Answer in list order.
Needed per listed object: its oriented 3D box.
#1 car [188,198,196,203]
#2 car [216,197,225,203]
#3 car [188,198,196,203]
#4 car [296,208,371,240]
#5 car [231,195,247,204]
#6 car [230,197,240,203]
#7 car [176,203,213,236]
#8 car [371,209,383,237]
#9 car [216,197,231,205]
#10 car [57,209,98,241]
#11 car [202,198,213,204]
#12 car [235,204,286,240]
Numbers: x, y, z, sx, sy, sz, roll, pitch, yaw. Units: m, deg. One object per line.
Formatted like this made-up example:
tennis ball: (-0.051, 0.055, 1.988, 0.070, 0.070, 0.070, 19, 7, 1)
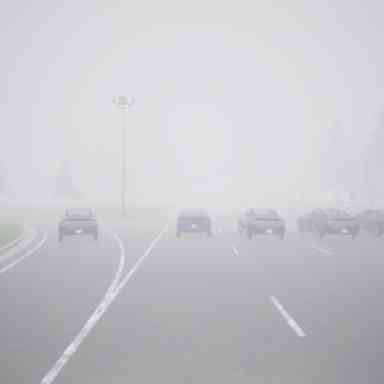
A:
car: (0.004, 2.028, 72.844, 1.837, 1.490, 4.892, 0, 0, 0)
car: (7.005, 1.984, 81.783, 1.994, 1.385, 4.181, 0, 0, 0)
car: (0.005, 2.026, 81.804, 1.895, 1.301, 4.718, 0, 0, 0)
car: (7.101, 1.625, 17.883, 2.128, 1.511, 4.902, 0, 0, 0)
car: (10.504, 1.756, 72.075, 2.150, 2.045, 5.566, 0, 0, 0)
car: (10.505, 1.955, 81.766, 1.812, 1.442, 4.674, 0, 0, 0)
car: (0.101, 1.622, 19.456, 1.882, 1.535, 5.008, 0, 0, 0)
car: (10.601, 1.667, 18.931, 1.812, 1.442, 4.674, 0, 0, 0)
car: (7.004, 2.065, 73.196, 2.128, 1.511, 4.902, 0, 0, 0)
car: (-6.010, 1.622, 17.578, 2.128, 1.511, 4.902, 0, 0, -19)
car: (3.504, 2.090, 73.104, 1.994, 1.385, 4.181, 0, 0, 0)
car: (3.601, 1.624, 17.883, 2.128, 1.511, 4.902, 0, 0, 0)
